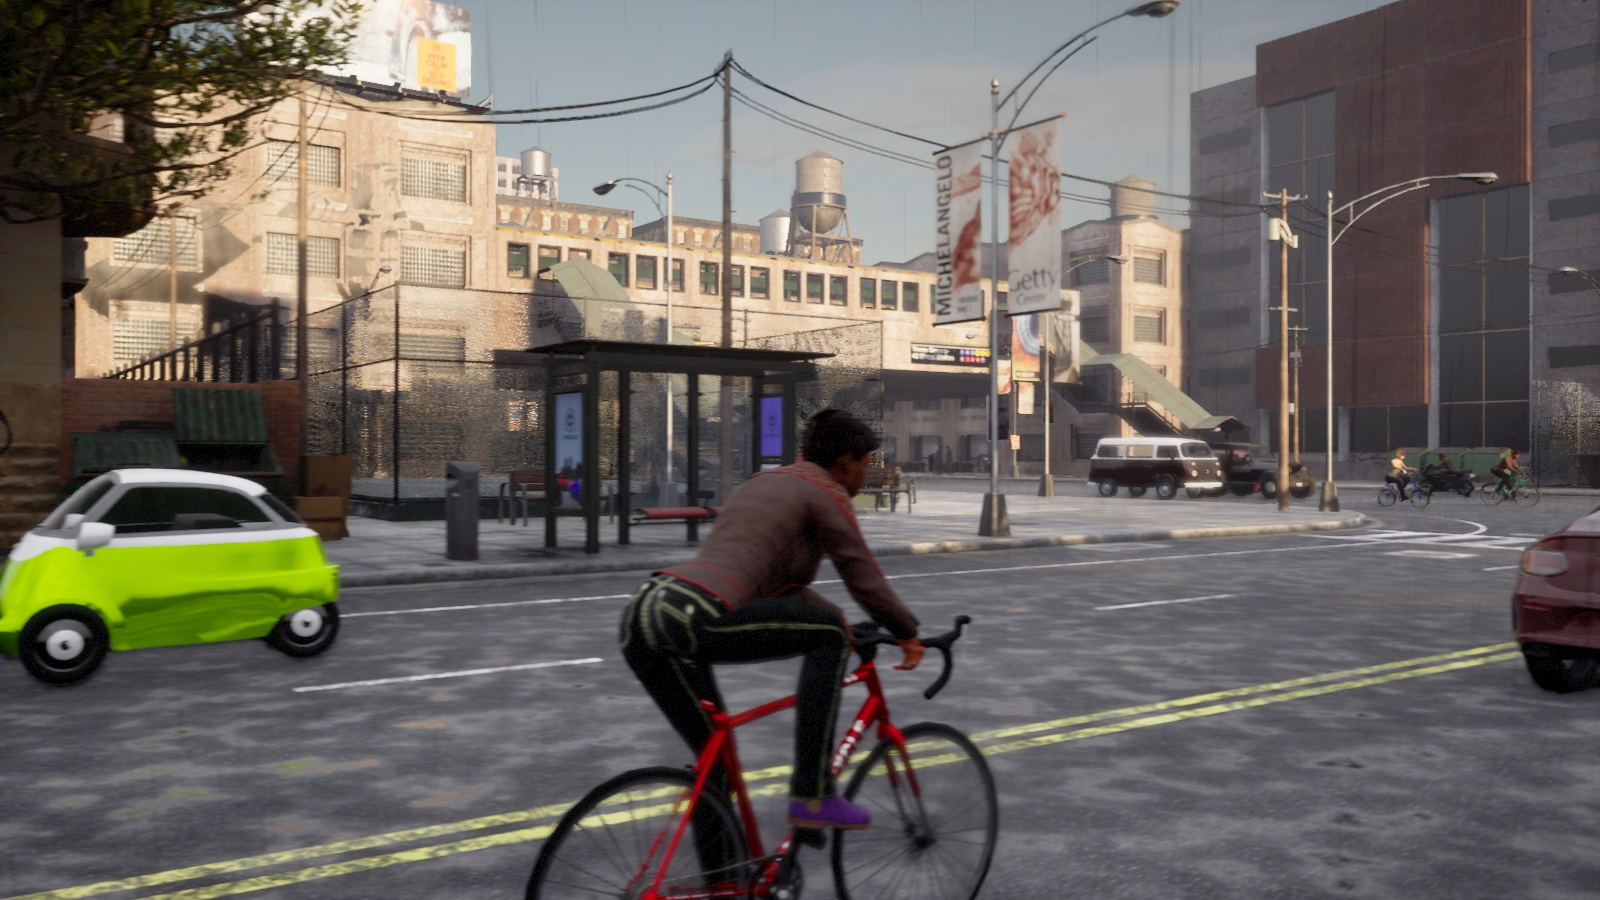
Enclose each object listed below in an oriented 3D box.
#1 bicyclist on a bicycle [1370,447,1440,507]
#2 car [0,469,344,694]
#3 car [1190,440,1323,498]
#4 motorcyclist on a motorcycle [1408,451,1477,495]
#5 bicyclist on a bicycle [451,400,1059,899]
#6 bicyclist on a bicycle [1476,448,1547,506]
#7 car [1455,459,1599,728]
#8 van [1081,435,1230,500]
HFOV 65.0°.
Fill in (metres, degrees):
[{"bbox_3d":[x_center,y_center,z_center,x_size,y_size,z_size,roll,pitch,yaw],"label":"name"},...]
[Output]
[{"bbox_3d":[16.635,0.731,34.544,0.866,1.612,1.509,0,0,-34],"label":"bicyclist on a bicycle"},{"bbox_3d":[-4.581,0.831,8.945,2.207,1.376,1.481,0,0,-34],"label":"car"},{"bbox_3d":[15.409,0.612,42.535,1.905,1.878,3.866,0,0,-34],"label":"car"},{"bbox_3d":[22.659,0.788,44.332,0.797,1.523,2.044,0,0,-34],"label":"motorcyclist on a motorcycle"},{"bbox_3d":[-0.062,0.707,3.510,1.656,1.620,0.582,1,-1,-37],"label":"bicyclist on a bicycle"},{"bbox_3d":[20.152,0.742,35.591,0.582,1.620,1.656,0,0,-34],"label":"bicyclist on a bicycle"},{"bbox_3d":[6.304,0.777,8.027,4.674,1.442,1.812,0,0,-35],"label":"car"},{"bbox_3d":[11.731,0.546,41.715,2.069,2.038,4.480,0,0,-34],"label":"van"}]
